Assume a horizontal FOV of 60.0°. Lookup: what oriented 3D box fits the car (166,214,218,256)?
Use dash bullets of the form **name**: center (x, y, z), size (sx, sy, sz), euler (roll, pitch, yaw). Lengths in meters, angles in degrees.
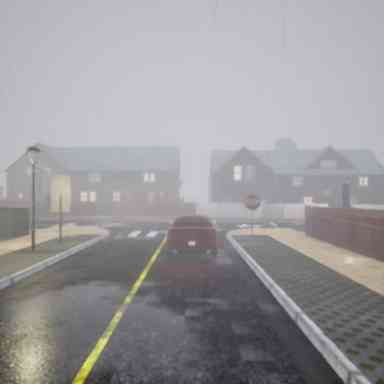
- **car**: center (0.032, 1.631, 13.802), size (1.882, 1.535, 5.008), euler (0, -1, 1)
